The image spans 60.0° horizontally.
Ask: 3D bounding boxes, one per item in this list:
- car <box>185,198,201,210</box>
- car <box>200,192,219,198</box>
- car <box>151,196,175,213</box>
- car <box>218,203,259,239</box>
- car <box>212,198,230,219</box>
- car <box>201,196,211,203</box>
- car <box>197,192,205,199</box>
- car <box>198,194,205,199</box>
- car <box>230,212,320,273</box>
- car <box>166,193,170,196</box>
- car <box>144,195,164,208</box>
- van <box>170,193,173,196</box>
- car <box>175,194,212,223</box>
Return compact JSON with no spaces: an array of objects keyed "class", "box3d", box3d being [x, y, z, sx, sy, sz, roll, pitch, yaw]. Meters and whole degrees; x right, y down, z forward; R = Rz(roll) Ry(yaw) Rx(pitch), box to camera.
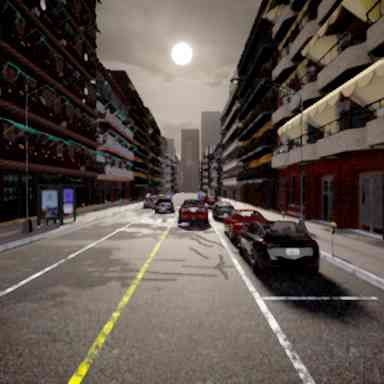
[{"class":"car","box3d":[0.087,1.433,41.859,1.895,1.301,4.718,0,0,0]},{"class":"car","box3d":[2.527,1.138,44.370,2.192,1.841,5.009,-1,0,0]},{"class":"car","box3d":[-2.776,1.387,34.400,1.812,1.442,4.674,0,0,0]},{"class":"car","box3d":[2.517,1.478,16.049,1.887,1.381,4.507,-1,0,0]},{"class":"car","box3d":[2.513,1.440,27.378,2.008,1.369,4.403,-1,0,0]},{"class":"car","box3d":[2.535,1.342,61.364,1.802,1.307,4.206,-1,0,0]},{"class":"car","box3d":[2.520,0.953,95.349,2.192,1.841,5.009,-1,0,0]},{"class":"car","box3d":[2.525,1.240,89.685,1.802,1.307,4.206,-1,0,0]},{"class":"car","box3d":[2.519,1.523,10.385,1.947,1.339,4.313,-1,0,0]},{"class":"car","box3d":[-5.345,1.220,55.905,1.967,1.590,4.097,-1,0,0]},{"class":"car","box3d":[-5.341,1.262,44.602,1.967,1.590,4.097,-1,0,0]},{"class":"van","box3d":[-5.354,1.039,78.509,1.690,1.788,3.998,-1,0,0]},{"class":"car","box3d":[0.092,1.253,24.575,2.097,1.767,4.553,0,0,0]}]
